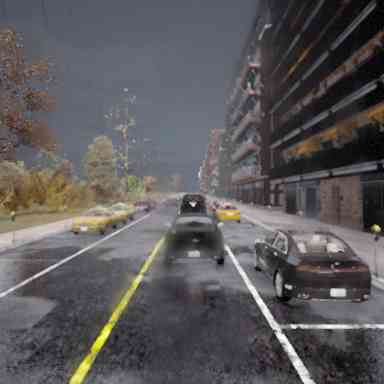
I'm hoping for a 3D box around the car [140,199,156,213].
[{"bbox_3d":[-5.279,1.498,35.531,1.802,1.307,4.206,1,0,0],"label":"car"}]

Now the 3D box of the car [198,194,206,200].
[{"bbox_3d":[2.648,1.336,91.211,2.008,1.369,4.403,1,0,0],"label":"car"}]

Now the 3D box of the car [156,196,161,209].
[{"bbox_3d":[-5.274,1.485,41.067,1.802,1.307,4.206,1,0,0],"label":"car"}]

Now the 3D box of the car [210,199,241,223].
[{"bbox_3d":[2.594,1.466,24.842,1.752,1.417,4.829,1,0,0],"label":"car"}]

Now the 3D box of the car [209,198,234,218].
[{"bbox_3d":[2.599,1.368,30.217,1.967,1.590,4.097,1,0,0],"label":"car"}]

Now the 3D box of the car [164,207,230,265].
[{"bbox_3d":[0.078,1.476,11.610,1.837,1.490,4.892,0,0,0],"label":"car"}]

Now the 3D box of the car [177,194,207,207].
[{"bbox_3d":[0.109,1.150,29.441,2.150,2.045,5.566,0,0,0],"label":"car"}]

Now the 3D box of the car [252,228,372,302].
[{"bbox_3d":[2.579,1.531,8.037,2.008,1.369,4.403,1,0,0],"label":"car"}]

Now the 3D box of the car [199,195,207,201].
[{"bbox_3d":[2.639,1.393,80.121,1.802,1.307,4.206,1,0,0],"label":"car"}]

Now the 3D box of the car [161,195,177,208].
[{"bbox_3d":[-2.801,1.439,45.977,2.033,1.411,5.357,0,0,0],"label":"car"}]

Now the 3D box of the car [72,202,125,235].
[{"bbox_3d":[-5.292,1.481,18.752,1.752,1.417,4.829,1,0,0],"label":"car"}]

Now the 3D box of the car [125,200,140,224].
[{"bbox_3d":[-5.287,1.468,24.288,1.752,1.417,4.829,1,0,0],"label":"car"}]
